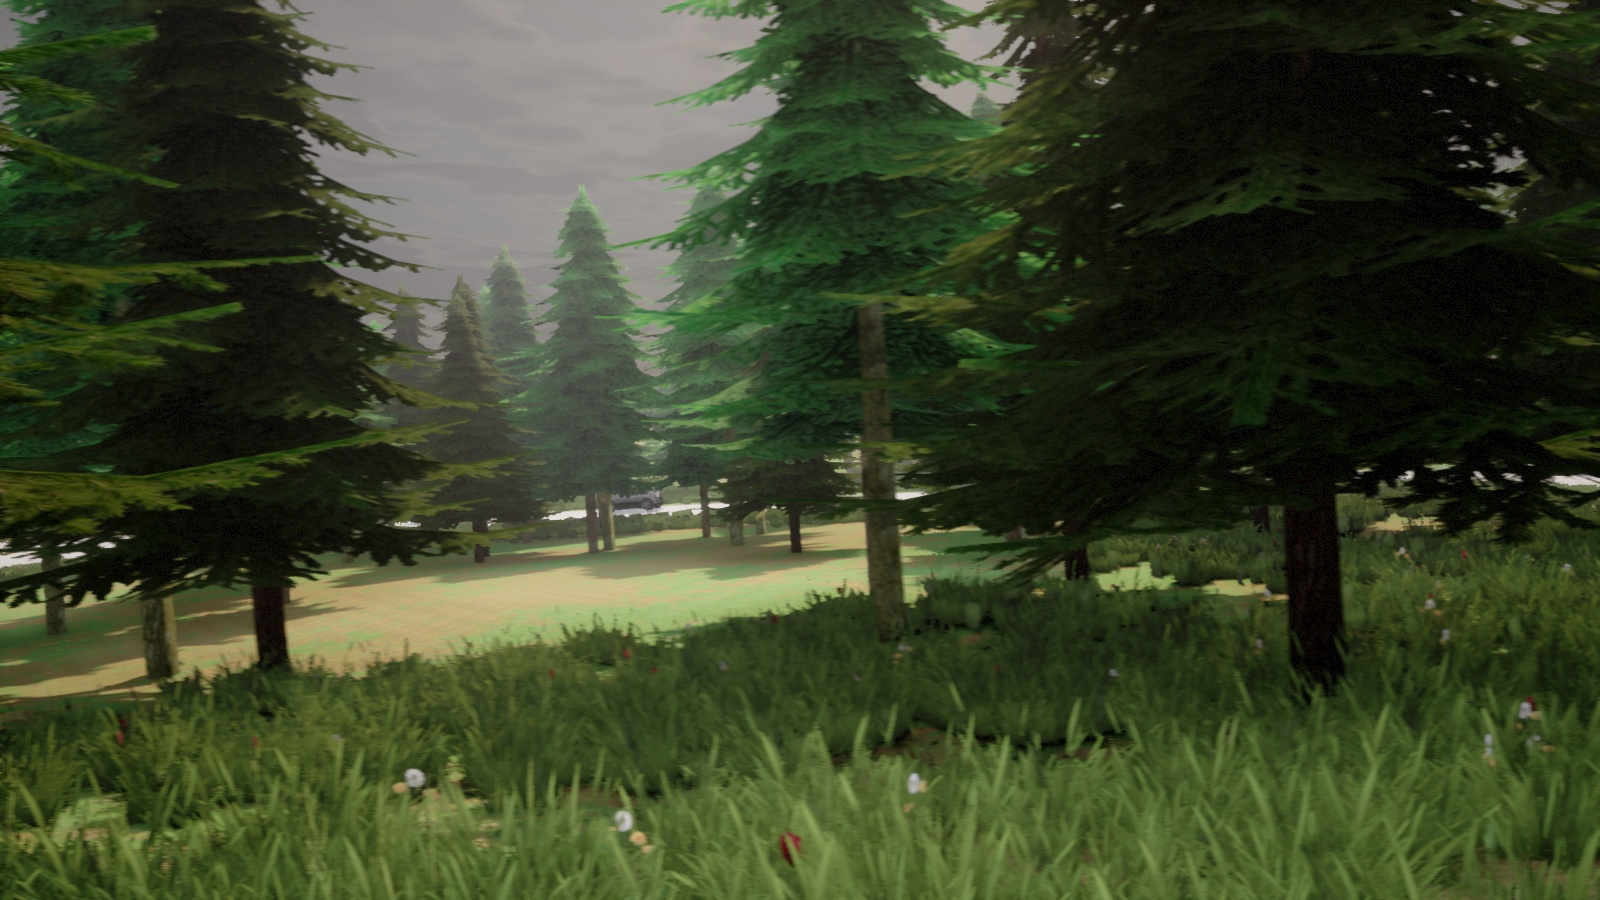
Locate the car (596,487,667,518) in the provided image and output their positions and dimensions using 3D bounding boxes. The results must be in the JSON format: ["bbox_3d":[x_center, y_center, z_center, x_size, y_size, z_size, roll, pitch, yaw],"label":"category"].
[{"bbox_3d":[-10.519,3.252,78.428,3.806,1.475,1.970,-5,3,13],"label":"car"}]
